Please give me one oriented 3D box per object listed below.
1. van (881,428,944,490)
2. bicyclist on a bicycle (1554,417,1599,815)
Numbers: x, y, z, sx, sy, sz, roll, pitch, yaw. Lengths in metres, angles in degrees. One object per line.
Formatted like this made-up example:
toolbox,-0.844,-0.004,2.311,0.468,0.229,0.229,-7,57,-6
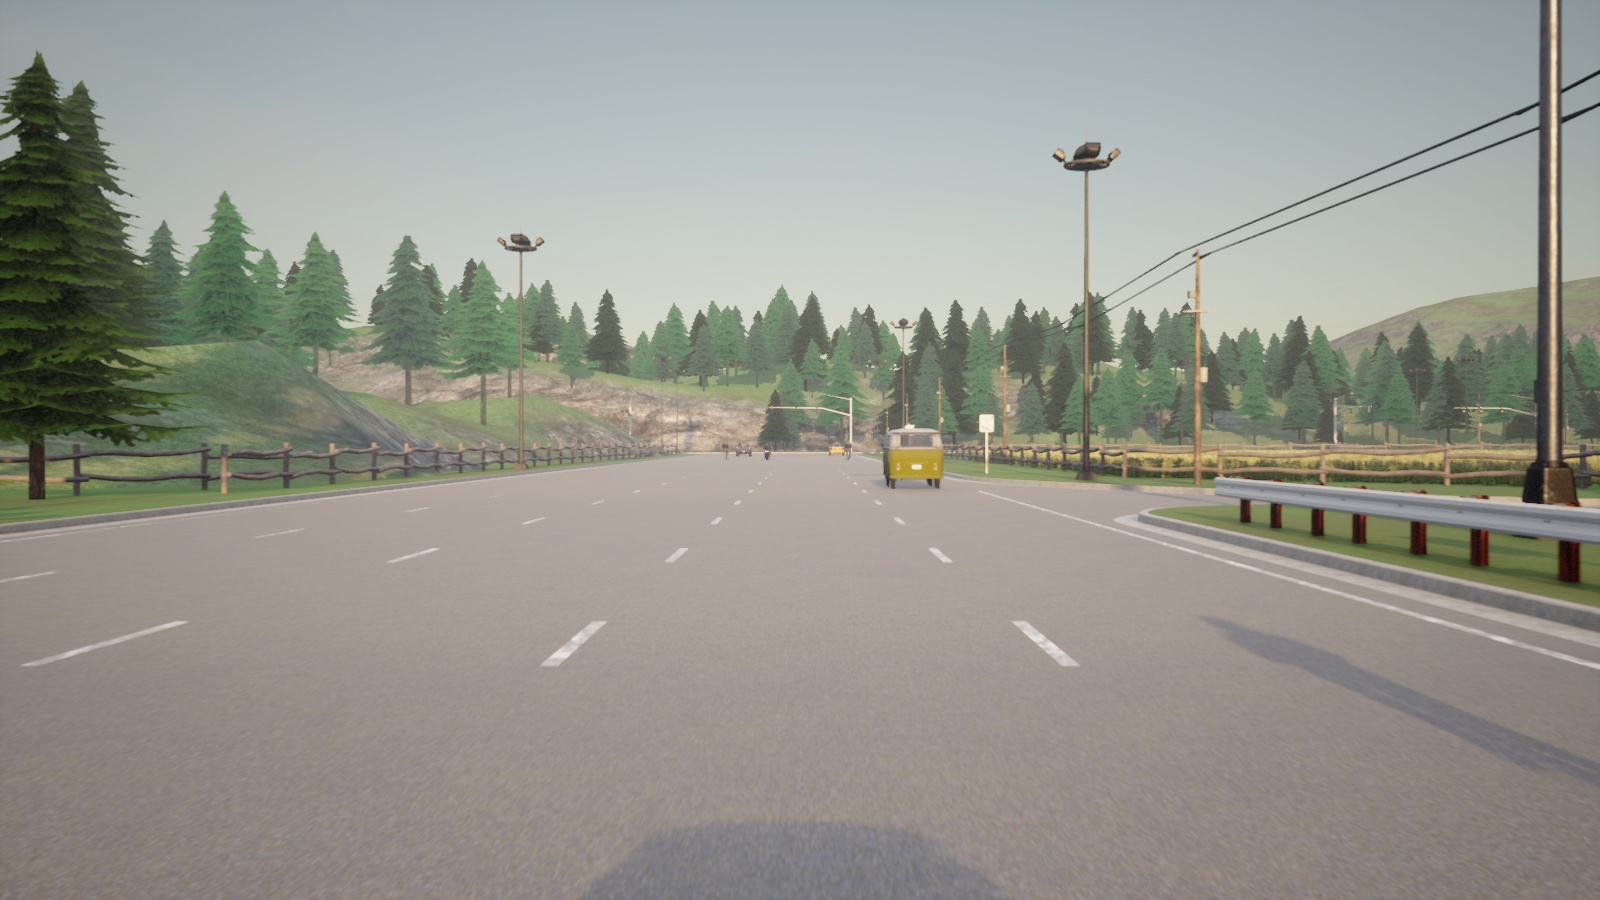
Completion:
van,3.755,0.263,42.474,1.775,1.987,4.442,0,0,0
bicyclist on a bicycle,3.541,0.676,4.592,0.582,1.620,1.656,0,0,0
